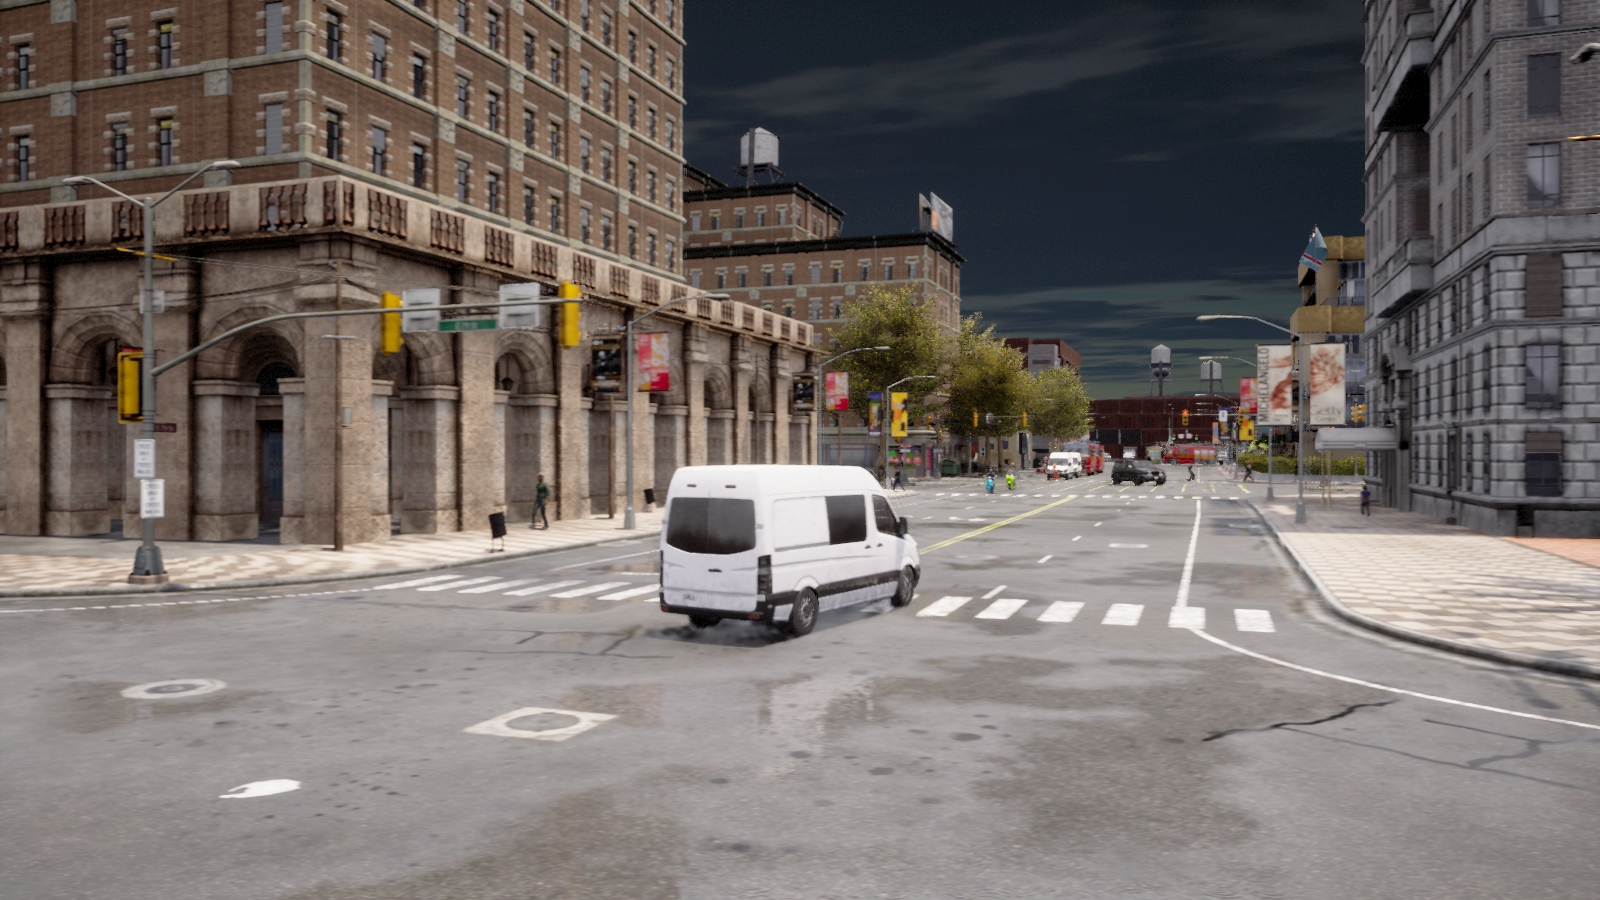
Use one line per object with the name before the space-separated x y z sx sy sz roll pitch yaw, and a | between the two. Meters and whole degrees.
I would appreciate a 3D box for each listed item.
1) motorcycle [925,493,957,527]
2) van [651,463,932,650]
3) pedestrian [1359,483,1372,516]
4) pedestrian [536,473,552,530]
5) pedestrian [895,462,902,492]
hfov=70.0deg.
motorcycle | 5.280 2.213 42.553 0.803 1.145 2.033 0 0 18
van | 0.116 1.535 19.166 1.988 2.561 5.915 0 0 30
pedestrian | 22.689 1.977 45.861 0.375 1.300 0.375 0 0 12
pedestrian | -8.439 1.697 37.682 0.375 1.860 0.375 0 0 27
pedestrian | 6.187 1.697 71.944 0.375 1.860 0.375 0 0 15
